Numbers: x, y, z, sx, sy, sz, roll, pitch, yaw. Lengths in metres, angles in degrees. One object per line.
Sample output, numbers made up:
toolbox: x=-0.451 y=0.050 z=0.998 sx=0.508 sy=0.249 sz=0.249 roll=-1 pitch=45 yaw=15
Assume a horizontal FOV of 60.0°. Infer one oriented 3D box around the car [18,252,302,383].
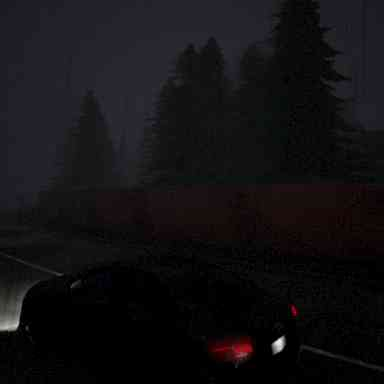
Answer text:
car: x=-0.665 y=1.585 z=4.736 sx=4.181 sy=1.385 sz=1.994 roll=0 pitch=0 yaw=38
